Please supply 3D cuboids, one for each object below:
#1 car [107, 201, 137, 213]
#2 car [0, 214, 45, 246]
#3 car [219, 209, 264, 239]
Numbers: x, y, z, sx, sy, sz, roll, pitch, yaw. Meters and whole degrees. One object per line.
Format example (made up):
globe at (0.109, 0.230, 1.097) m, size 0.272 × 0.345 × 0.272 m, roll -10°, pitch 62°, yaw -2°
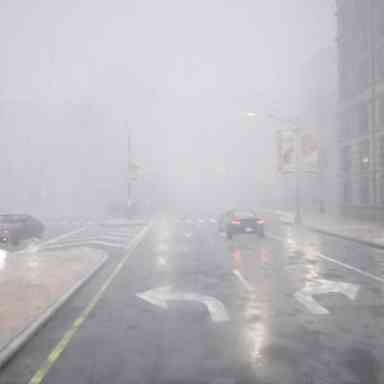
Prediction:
car at (-9.417, 1.928, 44.652) m, size 4.902 × 1.511 × 2.128 m, roll -1°, pitch -1°, yaw 39°
car at (-8.954, 1.792, 16.486) m, size 1.994 × 1.385 × 4.181 m, roll -1°, pitch 0°, yaw -3°
car at (2.597, 1.627, 18.150) m, size 1.812 × 1.442 × 4.674 m, roll -1°, pitch 0°, yaw -3°
